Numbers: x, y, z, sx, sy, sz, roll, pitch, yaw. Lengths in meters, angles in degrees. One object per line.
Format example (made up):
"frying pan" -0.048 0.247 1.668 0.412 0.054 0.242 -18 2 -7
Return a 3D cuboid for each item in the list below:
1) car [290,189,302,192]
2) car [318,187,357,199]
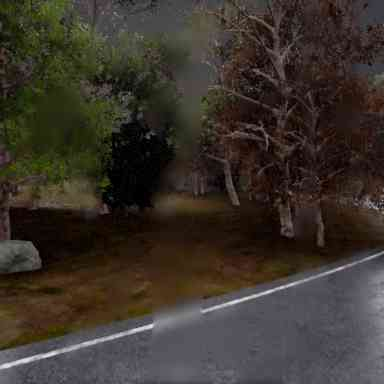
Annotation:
"car" 16.113 -0.566 50.056 1.895 1.301 4.718 -4 3 5
"car" 16.279 -0.224 37.678 2.097 1.767 4.553 -5 3 -29
